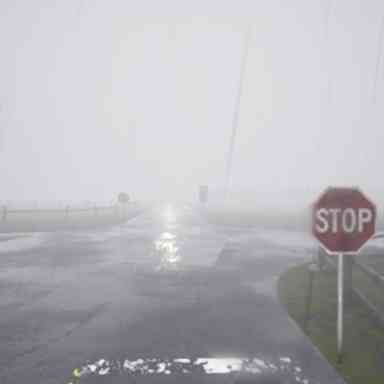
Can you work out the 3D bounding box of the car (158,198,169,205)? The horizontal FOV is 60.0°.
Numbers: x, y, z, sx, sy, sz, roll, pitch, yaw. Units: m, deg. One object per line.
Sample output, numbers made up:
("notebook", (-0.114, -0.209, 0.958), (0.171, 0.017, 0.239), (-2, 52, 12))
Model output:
("car", (-5.755, 1.907, 66.414), (1.812, 1.442, 4.674), (0, 0, -4))
